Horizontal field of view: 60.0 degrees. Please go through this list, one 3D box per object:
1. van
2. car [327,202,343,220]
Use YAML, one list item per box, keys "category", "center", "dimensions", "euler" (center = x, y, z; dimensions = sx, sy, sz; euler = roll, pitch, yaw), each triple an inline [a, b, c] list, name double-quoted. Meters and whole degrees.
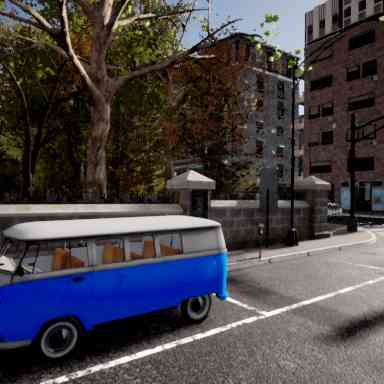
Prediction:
- category: "van"
  center: [-1.246, 1.342, 5.613]
  dimensions: [3.998, 1.788, 1.690]
  euler: [0, 1, -36]
- category: "car"
  center: [9.100, 1.118, 26.675]
  dimensions: [2.150, 2.045, 5.566]
  euler: [1, -1, -34]
